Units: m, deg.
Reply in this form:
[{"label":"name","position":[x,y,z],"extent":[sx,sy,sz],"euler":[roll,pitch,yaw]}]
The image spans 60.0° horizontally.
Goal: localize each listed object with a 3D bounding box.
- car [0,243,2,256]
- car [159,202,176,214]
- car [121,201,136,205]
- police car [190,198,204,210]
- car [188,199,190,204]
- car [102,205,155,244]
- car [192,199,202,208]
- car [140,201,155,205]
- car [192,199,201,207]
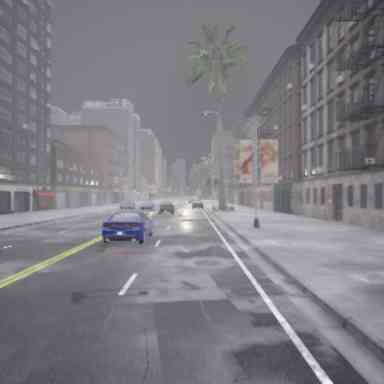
[{"label":"car","position":[-6.601,1.695,7.672],"extent":[1.895,1.301,4.718],"euler":[0,-1,0]},{"label":"car","position":[-3.147,2.015,42.538],"extent":[1.837,1.490,4.892],"euler":[0,-1,0]},{"label":"car","position":[-9.808,2.113,50.883],"extent":[1.837,1.490,4.892],"euler":[0,-1,0]},{"label":"police car","position":[0.978,2.094,56.002],"extent":[1.930,1.638,5.238],"euler":[0,-1,0]},{"label":"car","position":[0.005,2.515,90.115],"extent":[1.994,1.385,4.181],"euler":[0,-1,0]},{"label":"car","position":[-3.148,1.683,17.020],"extent":[1.882,1.535,5.008],"euler":[0,-1,0]},{"label":"car","position":[0.978,2.244,66.081],"extent":[1.801,1.575,5.366],"euler":[0,-1,0]},{"label":"car","position":[-6.572,2.063,48.900],"extent":[1.882,1.535,5.008],"euler":[0,-1,0]},{"label":"car","position":[0.979,2.315,72.081],"extent":[1.801,1.575,5.366],"euler":[0,-1,0]}]
